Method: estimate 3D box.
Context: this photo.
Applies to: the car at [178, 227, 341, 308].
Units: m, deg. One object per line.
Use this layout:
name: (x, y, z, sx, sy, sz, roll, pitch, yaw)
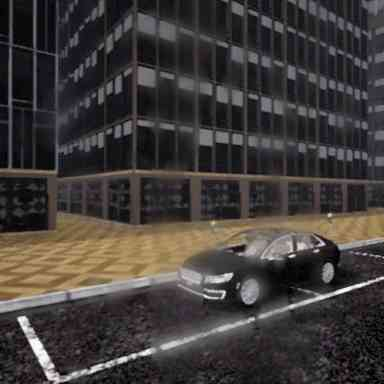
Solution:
car: (1.736, 1.547, 7.802, 4.403, 1.369, 2.008, 0, 0, -36)
